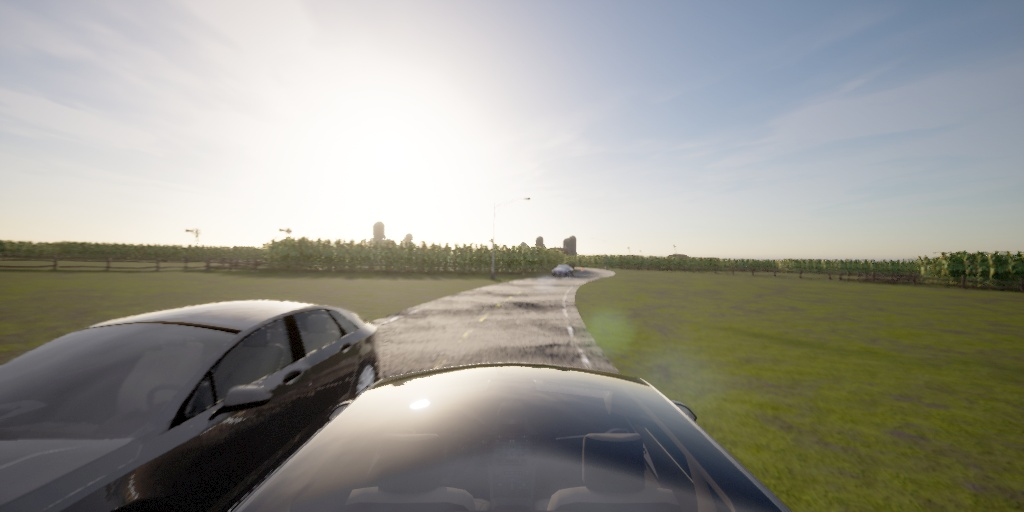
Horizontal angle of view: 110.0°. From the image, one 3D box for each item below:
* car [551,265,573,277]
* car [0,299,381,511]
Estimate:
[{"bbox_3d":[6.282,1.817,44.297,1.812,1.442,4.674,1,-1,23],"label":"car"},{"bbox_3d":[-2.727,1.224,3.088,1.837,1.490,4.892,1,0,1],"label":"car"}]
